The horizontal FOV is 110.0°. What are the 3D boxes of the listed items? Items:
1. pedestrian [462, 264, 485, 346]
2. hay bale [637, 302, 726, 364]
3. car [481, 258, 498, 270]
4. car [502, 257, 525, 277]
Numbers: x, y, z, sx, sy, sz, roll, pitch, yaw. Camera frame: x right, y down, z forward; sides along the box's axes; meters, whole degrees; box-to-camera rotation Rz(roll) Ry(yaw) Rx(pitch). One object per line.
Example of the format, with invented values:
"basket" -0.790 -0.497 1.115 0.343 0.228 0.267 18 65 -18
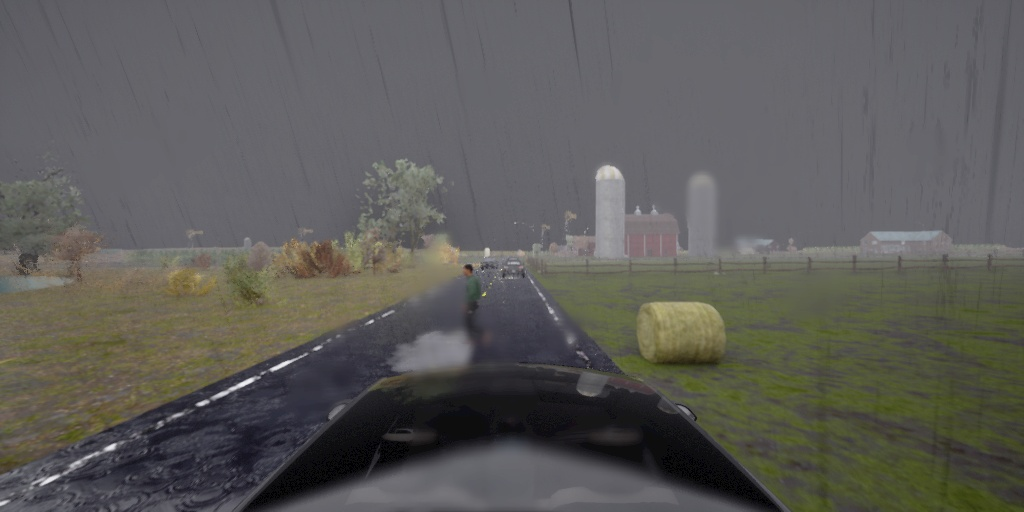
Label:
"pedestrian" -0.836 0.995 7.706 0.375 1.860 0.375 -1 1 -3
"hay bale" 3.131 1.362 6.814 1.220 1.180 1.240 0 0 0
"car" -2.781 0.950 45.554 2.033 1.411 5.357 0 0 0
"car" 0.132 1.037 31.181 1.812 1.442 4.674 0 0 0
